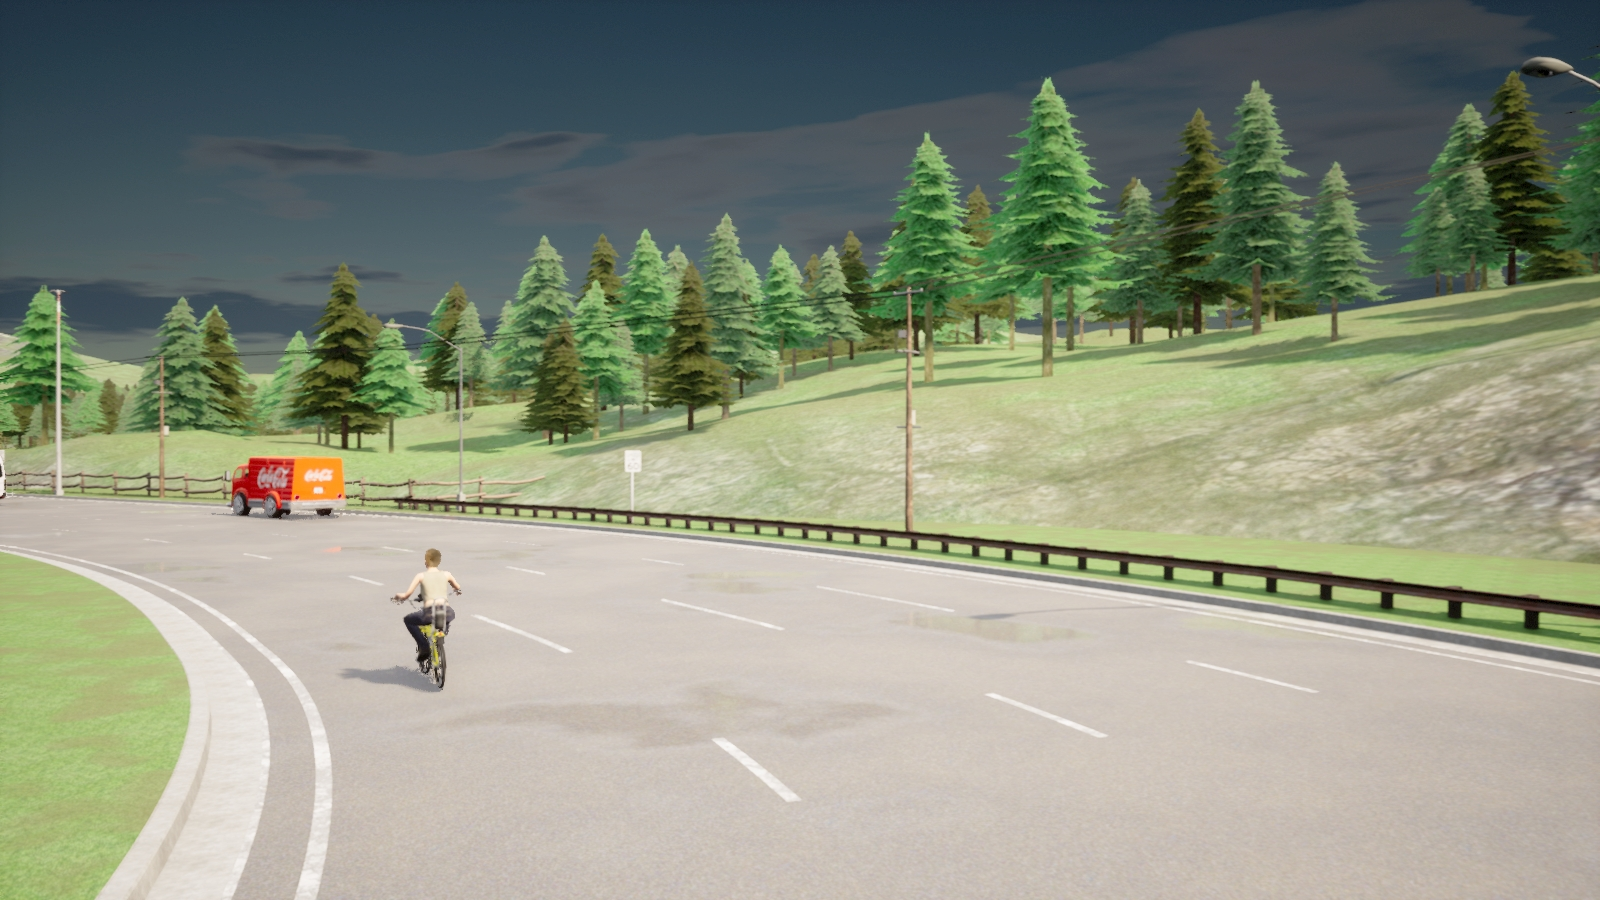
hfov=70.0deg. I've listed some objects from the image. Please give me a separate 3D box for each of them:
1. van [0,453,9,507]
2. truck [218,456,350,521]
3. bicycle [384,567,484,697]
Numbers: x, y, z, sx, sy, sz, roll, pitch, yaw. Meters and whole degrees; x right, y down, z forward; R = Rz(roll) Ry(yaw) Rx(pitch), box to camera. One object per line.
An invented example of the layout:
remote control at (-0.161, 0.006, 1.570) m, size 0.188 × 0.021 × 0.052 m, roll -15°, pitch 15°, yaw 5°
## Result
van at (-41.356, 1.442, 56.203) m, size 5.915 × 2.561 × 1.988 m, roll 0°, pitch 0°, yaw 34°
truck at (-21.123, 1.489, 46.706) m, size 5.204 × 2.467 × 2.627 m, roll 0°, pitch 0°, yaw 35°
bicycle at (-4.409, 2.132, 13.703) m, size 0.859 × 1.276 × 1.487 m, roll -1°, pitch 1°, yaw -29°
